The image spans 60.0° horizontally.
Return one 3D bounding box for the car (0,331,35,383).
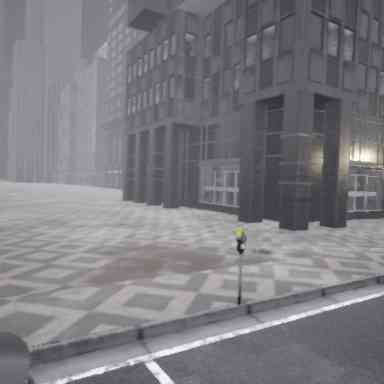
[{"bbox_3d":[-2.956,1.390,1.192,4.403,1.369,2.008,1,2,-32],"label":"car"}]
